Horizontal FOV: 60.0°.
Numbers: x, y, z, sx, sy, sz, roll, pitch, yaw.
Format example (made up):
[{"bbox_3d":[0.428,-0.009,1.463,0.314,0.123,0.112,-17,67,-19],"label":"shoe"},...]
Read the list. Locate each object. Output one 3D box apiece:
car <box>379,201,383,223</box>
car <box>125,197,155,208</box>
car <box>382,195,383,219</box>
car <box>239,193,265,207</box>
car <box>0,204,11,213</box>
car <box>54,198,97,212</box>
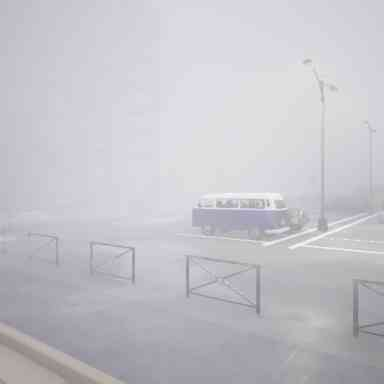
[{"bbox_3d":[14.023,1.395,20.929,3.806,1.475,1.970,0,0,36],"label":"car"},{"bbox_3d":[-7.266,1.436,46.784,2.128,1.511,4.902,0,0,36],"label":"car"},{"bbox_3d":[17.273,1.153,25.464,4.605,1.855,1.932,0,0,36],"label":"car"},{"bbox_3d":[10.785,1.443,59.567,1.837,1.490,4.892,0,-2,36],"label":"car"},{"bbox_3d":[-19.401,1.492,29.937,2.033,1.411,5.357,0,0,36],"label":"car"},{"bbox_3d":[-13.342,1.422,38.352,1.882,1.535,5.008,0,0,36],"label":"car"}]
